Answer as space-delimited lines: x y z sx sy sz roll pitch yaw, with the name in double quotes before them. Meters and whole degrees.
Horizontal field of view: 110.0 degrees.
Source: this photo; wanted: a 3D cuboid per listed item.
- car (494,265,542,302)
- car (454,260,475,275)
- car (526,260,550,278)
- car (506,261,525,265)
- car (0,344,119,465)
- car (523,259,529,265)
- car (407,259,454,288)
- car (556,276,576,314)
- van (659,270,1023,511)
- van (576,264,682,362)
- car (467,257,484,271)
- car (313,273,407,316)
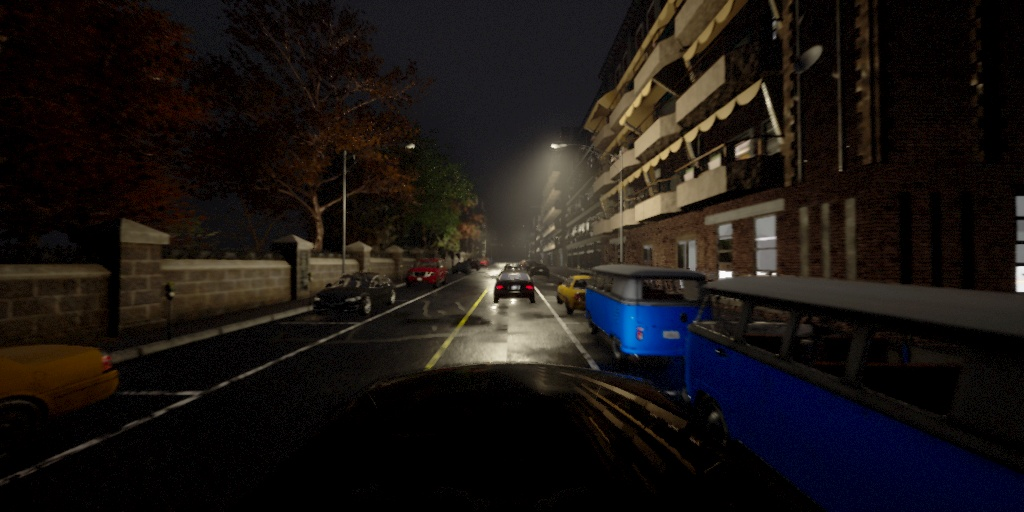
"car" 0.101 1.331 17.066 2.033 1.411 5.357 0 0 0
"car" -5.686 1.401 41.083 1.948 1.339 4.313 0 0 0
"car" 2.694 1.389 35.558 1.948 1.339 4.313 0 0 0
"car" 0.105 1.432 39.355 1.895 1.301 4.718 0 0 0
"car" -5.689 1.277 2.250 1.751 1.417 4.829 0 0 0
"car" 2.695 1.412 46.606 1.948 1.339 4.313 0 0 0
"car" -5.687 1.114 24.513 2.192 1.841 5.009 0 0 0
"car" 2.693 1.301 13.635 1.751 1.417 4.829 0 0 0
"van" 2.692 1.092 2.419 1.690 1.789 3.998 0 0 0
"van" 2.692 1.104 7.942 1.690 1.789 3.998 0 0 0
"car" -5.685 1.173 52.130 2.192 1.841 5.009 0 0 0
"car" -5.688 1.326 13.466 2.007 1.370 4.403 0 0 0
